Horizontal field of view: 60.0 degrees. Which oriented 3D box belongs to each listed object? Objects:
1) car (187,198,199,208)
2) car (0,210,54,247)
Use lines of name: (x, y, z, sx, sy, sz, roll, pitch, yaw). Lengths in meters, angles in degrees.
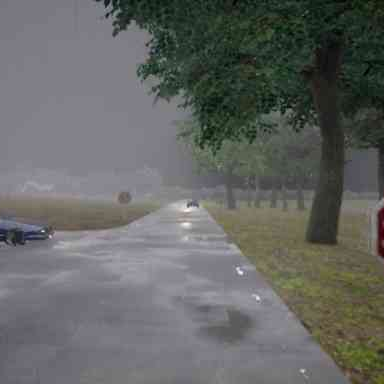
car: (0.156, 1.749, 53.071, 1.812, 1.442, 4.674, 0, 0, 0)
car: (-8.223, 1.244, 12.649, 5.357, 1.411, 2.033, 3, -1, -12)
